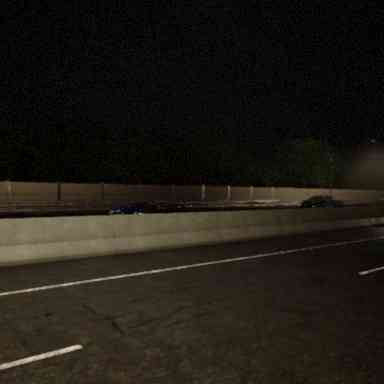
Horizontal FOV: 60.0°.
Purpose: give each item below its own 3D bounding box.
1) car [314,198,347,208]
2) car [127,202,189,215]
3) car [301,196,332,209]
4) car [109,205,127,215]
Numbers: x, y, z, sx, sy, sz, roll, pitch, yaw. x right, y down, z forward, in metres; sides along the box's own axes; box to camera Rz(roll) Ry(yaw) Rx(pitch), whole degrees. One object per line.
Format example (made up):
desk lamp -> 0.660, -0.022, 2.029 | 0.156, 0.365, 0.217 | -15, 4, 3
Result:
car -> 18.166, 1.830, 42.795 | 4.674, 1.442, 1.812 | 1, 0, -35
car -> -2.581, 1.612, 27.949 | 4.892, 1.490, 1.837 | 1, 0, -36
car -> 17.777, 1.544, 46.807 | 5.566, 2.045, 2.150 | 1, -1, -35
car -> -5.186, 1.627, 30.390 | 4.674, 1.442, 1.812 | 1, 0, -36
